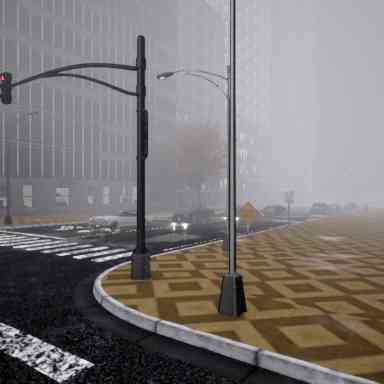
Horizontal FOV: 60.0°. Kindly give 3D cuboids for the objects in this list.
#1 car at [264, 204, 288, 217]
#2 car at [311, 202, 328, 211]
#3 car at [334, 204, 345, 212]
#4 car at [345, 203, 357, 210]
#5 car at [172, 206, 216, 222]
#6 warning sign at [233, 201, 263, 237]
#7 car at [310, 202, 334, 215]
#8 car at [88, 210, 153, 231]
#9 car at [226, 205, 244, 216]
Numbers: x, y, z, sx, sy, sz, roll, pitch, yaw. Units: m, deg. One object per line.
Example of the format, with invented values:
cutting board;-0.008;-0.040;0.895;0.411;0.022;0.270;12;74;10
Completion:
car;10.447;2.233;41.065;2.128;1.511;4.902;0;-1;33
car;23.730;2.702;61.765;1.812;1.442;4.674;0;-1;34
car;23.793;2.641;55.845;2.033;1.411;5.357;0;-1;33
car;31.396;2.838;65.759;1.812;1.442;4.674;0;-1;33
car;0.313;2.046;31.660;2.033;1.411;5.357;0;-1;33
warning sign;3.131;1.454;18.532;1.300;1.860;1.060;1;1;33
car;18.339;2.268;47.346;2.097;1.767;4.553;0;-1;33
car;-4.953;1.925;23.465;1.895;1.301;4.718;0;-1;33
car;5.682;2.240;40.003;1.994;1.385;4.181;0;-1;33
